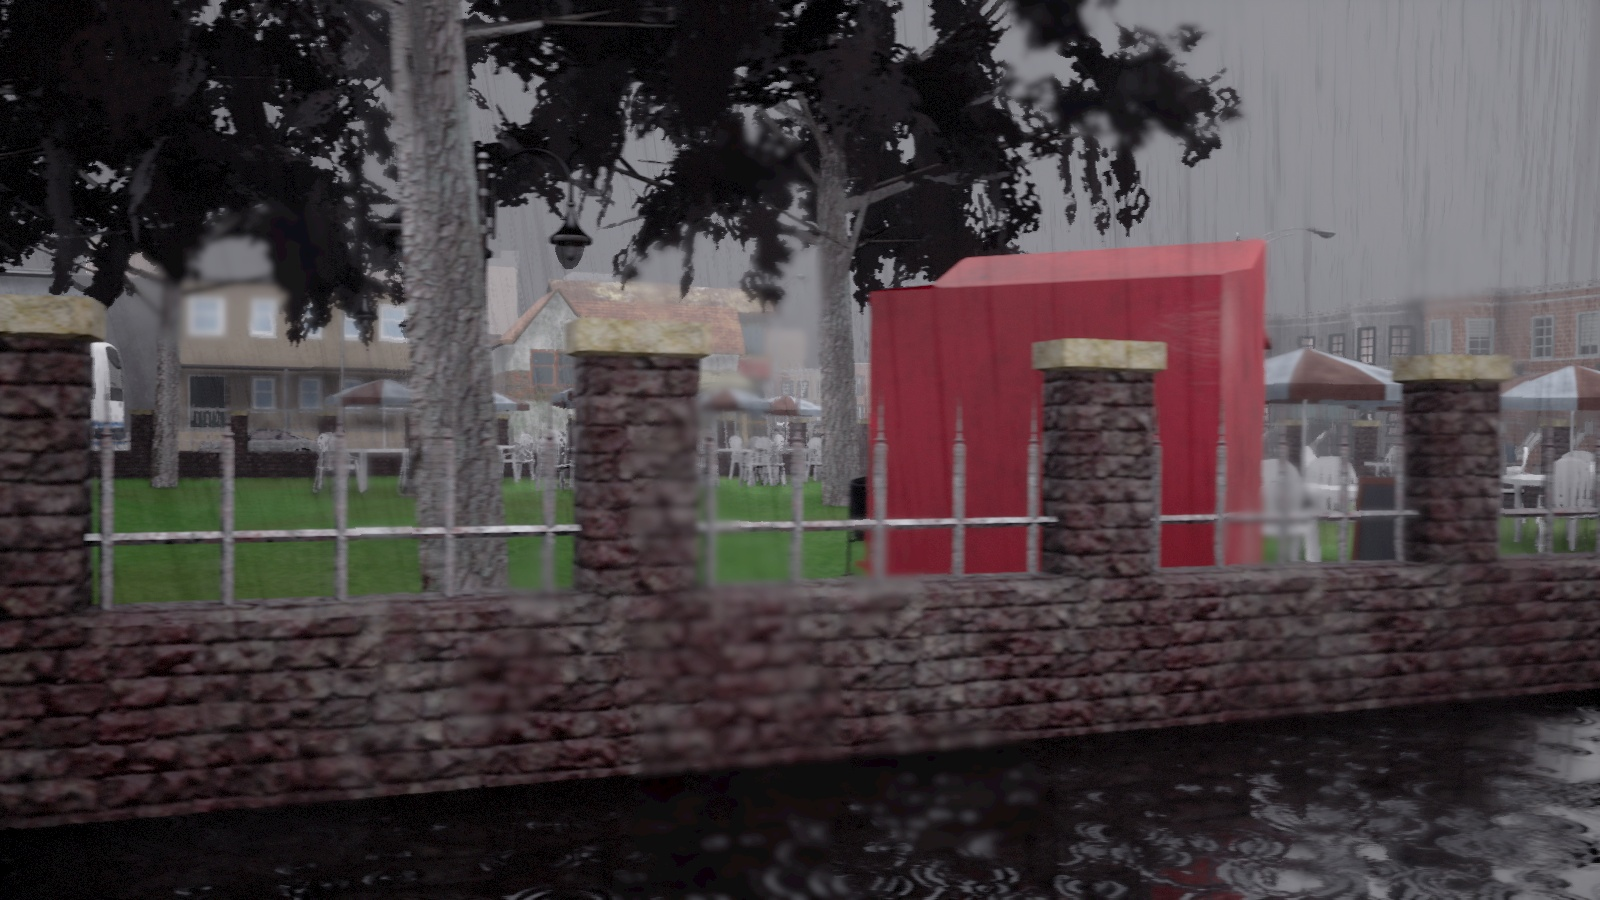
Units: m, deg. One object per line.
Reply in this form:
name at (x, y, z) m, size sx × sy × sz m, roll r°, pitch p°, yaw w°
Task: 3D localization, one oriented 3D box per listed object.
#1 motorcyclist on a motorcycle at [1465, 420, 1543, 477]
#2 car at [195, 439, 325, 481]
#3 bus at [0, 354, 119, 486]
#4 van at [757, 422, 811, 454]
motorcyclist on a motorcycle at (20.304, -0.058, 36.254) m, size 0.866 × 1.590 × 1.817 m, roll -1°, pitch 1°, yaw -21°
car at (-19.227, 0.340, 44.889) m, size 4.181 × 1.385 × 1.994 m, roll -1°, pitch 1°, yaw -21°
bus at (-28.569, -0.942, 41.331) m, size 10.273 × 4.253 × 3.944 m, roll -1°, pitch 1°, yaw -20°
van at (-1.044, -0.792, 81.388) m, size 2.069 × 2.038 × 4.480 m, roll -1°, pitch 1°, yaw -21°
